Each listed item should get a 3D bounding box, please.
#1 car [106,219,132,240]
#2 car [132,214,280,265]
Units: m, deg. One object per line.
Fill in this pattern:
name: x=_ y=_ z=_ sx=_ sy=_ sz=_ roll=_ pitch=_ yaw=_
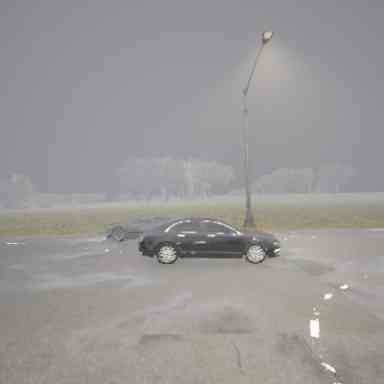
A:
car: x=-2.629 y=1.929 z=18.617 sx=4.181 sy=1.385 sz=1.994 roll=0 pitch=-2 yaw=-1
car: x=0.569 y=1.649 z=11.653 sx=4.892 sy=1.490 sz=1.837 roll=0 pitch=-1 yaw=-1
